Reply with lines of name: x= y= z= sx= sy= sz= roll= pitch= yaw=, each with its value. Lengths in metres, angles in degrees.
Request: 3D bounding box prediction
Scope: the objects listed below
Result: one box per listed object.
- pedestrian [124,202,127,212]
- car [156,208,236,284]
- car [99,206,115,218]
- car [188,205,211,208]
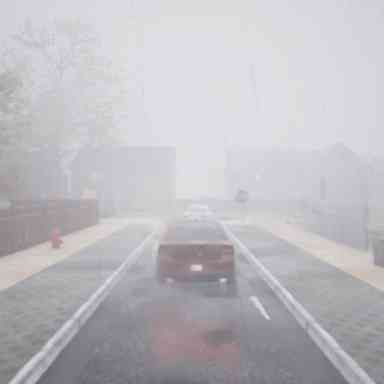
pedestrian: x=-6.729 y=1.300 z=33.658 sx=0.375 sy=1.860 sz=0.375 roll=0 pitch=-1 yaw=1
car: x=0.094 y=1.461 z=9.600 sx=1.882 sy=1.535 sz=5.008 roll=0 pitch=0 yaw=0
car: x=-8.552 y=1.603 z=27.813 sx=4.181 sy=1.385 sz=1.994 roll=0 pitch=-1 yaw=1
car: x=0.450 y=1.492 z=20.296 sx=1.812 sy=1.442 sz=4.674 roll=0 pitch=0 yaw=6
